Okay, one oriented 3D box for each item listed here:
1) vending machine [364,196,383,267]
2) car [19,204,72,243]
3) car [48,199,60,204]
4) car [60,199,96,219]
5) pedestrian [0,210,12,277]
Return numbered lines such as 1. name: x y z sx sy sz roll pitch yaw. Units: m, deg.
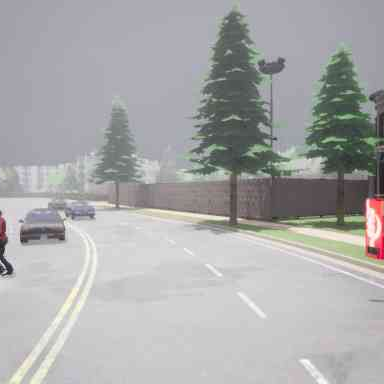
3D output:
1. vending machine: 6.202 1.195 10.479 1.100 2.100 0.880 0 0 -12
2. car: -7.405 1.547 16.539 2.033 1.411 5.357 0 0 -25
3. car: -16.339 1.547 40.469 2.033 1.411 5.357 0 0 -30
4. car: -9.817 1.548 28.940 2.033 1.411 5.357 0 0 -29
5. pedestrian: -5.068 1.294 8.759 0.375 1.860 0.375 0 0 -13
